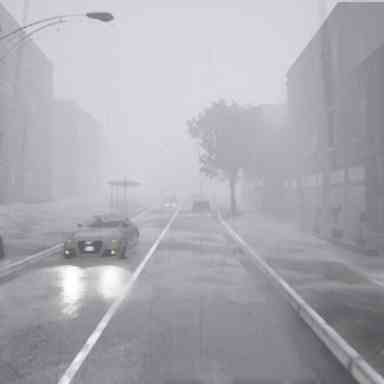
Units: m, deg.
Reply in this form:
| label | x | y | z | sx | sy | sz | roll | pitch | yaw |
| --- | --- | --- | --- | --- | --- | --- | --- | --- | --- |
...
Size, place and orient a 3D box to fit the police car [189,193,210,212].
| label | x | y | z | sx | sy | sz | roll | pitch | yaw |
| --- | --- | --- | --- | --- | --- | --- | --- | --- | --- |
| police car | 0.952 | 1.230 | 36.487 | 1.930 | 1.638 | 5.238 | 0 | 1 | 0 |

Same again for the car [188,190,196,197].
| label | x | y | z | sx | sy | sz | roll | pitch | yaw |
| --- | --- | --- | --- | --- | --- | --- | --- | --- | --- |
| car | -0.054 | 0.338 | 86.728 | 2.097 | 1.767 | 4.553 | 0 | 1 | 0 |

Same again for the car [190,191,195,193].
| label | x | y | z | sx | sy | sz | roll | pitch | yaw |
| --- | --- | --- | --- | --- | --- | --- | --- | --- | --- |
| car | 0.965 | 1.023 | 52.581 | 1.801 | 1.575 | 5.366 | 0 | 1 | 0 |

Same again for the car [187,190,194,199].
| label | x | y | z | sx | sy | sz | roll | pitch | yaw |
| --- | --- | --- | --- | --- | --- | --- | --- | --- | --- |
| car | -0.038 | 0.781 | 71.297 | 1.895 | 1.301 | 4.718 | 0 | 1 | 0 |

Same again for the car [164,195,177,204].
| label | x | y | z | sx | sy | sz | roll | pitch | yaw |
| --- | --- | --- | --- | --- | --- | --- | --- | --- | --- |
| car | -3.359 | 1.123 | 53.070 | 1.994 | 1.385 | 4.181 | 0 | 1 | 0 |

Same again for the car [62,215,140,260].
| label | x | y | z | sx | sy | sz | roll | pitch | yaw |
| --- | --- | --- | --- | --- | --- | --- | --- | --- | --- |
| car | -3.132 | 1.536 | 12.177 | 1.994 | 1.385 | 4.181 | 0 | 0 | 0 |
